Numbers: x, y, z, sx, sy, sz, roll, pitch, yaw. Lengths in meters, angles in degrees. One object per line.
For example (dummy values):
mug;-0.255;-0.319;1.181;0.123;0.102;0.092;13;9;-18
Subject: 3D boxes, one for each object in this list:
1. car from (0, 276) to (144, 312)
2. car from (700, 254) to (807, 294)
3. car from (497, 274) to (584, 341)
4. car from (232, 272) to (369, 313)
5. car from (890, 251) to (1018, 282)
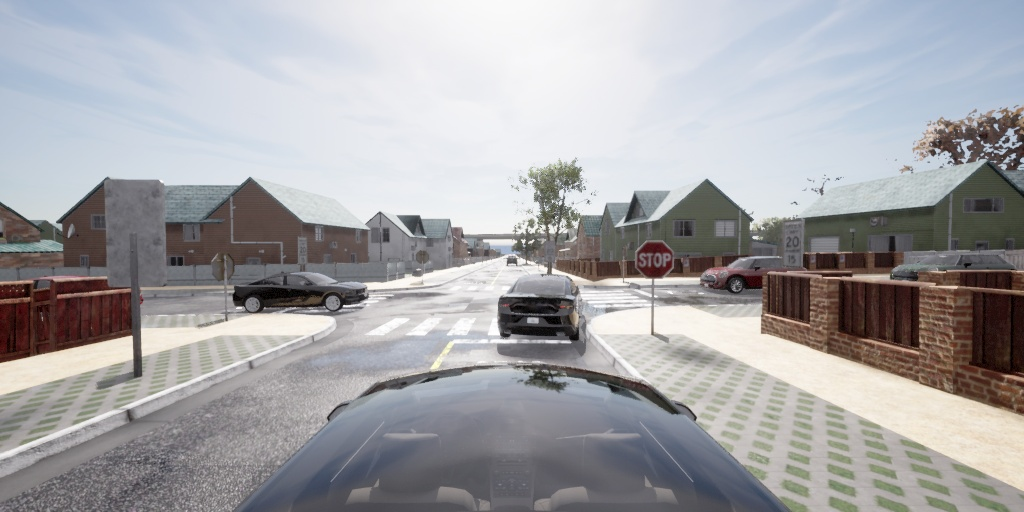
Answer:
car;-18.018;1.547;14.529;5.008;1.535;1.882;-1;2;0
car;11.811;0.821;17.668;4.553;1.767;2.097;-1;2;0
car;0.960;1.225;10.061;1.882;1.535;5.008;0;0;12
car;-8.465;1.377;14.590;5.008;1.535;1.882;-1;2;0
car;21.706;0.646;17.737;4.553;1.767;2.097;-1;2;0
